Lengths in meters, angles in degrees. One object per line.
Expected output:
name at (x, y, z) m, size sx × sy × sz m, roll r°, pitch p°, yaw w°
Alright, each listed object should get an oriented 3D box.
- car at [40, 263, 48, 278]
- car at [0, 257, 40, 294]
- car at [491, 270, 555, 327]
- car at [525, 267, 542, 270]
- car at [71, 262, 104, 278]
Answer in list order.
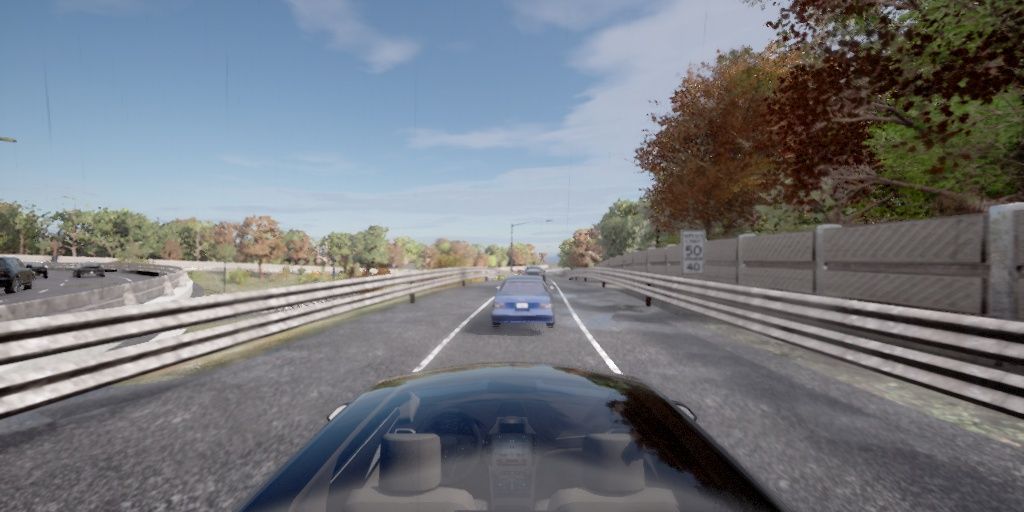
car at (-46.472, 1.369, 34.587) m, size 5.008 × 1.535 × 1.882 m, roll 0°, pitch 0°, yaw 35°
car at (-29.059, 1.049, 20.075) m, size 2.150 × 2.045 × 5.566 m, roll 1°, pitch -1°, yaw -44°
car at (0.415, 1.347, 11.793) m, size 2.033 × 1.411 × 5.357 m, roll 0°, pitch 0°, yaw 3°
car at (1.686, 1.567, 28.290) m, size 1.812 × 1.442 × 4.674 m, roll 0°, pitch -2°, yaw 5°
car at (-43.476, 1.408, 36.770) m, size 4.892 × 1.490 × 1.837 m, roll 0°, pitch -1°, yaw 35°
